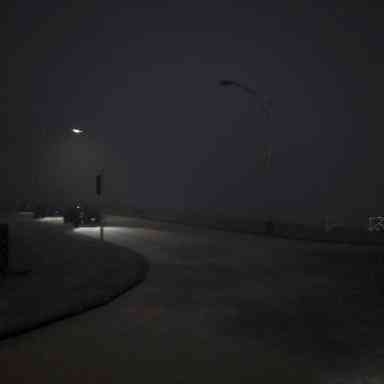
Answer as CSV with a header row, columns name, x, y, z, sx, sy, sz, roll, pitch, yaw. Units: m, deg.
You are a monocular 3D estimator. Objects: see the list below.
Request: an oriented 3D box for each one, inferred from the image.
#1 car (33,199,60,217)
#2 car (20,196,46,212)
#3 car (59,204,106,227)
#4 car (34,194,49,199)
name,x,y,z,sx,sy,sz,roll,pitch,yaw
car,-13.465,1.636,31.763,1.994,1.385,4.181,1,0,-36
car,-19.388,1.598,40.124,1.812,1.442,4.674,1,0,-36
car,-7.702,1.636,23.685,1.994,1.385,4.181,1,0,-36
car,-25.768,1.335,56.260,2.150,2.045,5.566,1,0,-35
